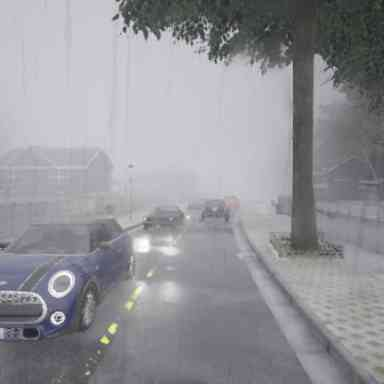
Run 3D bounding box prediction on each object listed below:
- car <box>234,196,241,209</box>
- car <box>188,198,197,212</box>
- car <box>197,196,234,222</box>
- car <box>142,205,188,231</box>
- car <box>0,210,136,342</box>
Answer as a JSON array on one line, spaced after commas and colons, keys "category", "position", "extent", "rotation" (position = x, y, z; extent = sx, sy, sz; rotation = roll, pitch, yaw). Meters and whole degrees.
[{"category": "car", "position": [5.145, 1.237, 43.242], "extent": [2.097, 1.767, 4.553], "rotation": [1, 0, 13]}, {"category": "car", "position": [0.783, 1.367, 36.666], "extent": [1.882, 1.535, 5.008], "rotation": [1, 0, 11]}, {"category": "car", "position": [1.954, 1.310, 26.282], "extent": [2.097, 1.767, 4.553], "rotation": [0, 0, 9]}, {"category": "car", "position": [-1.623, 1.556, 20.418], "extent": [1.895, 1.301, 4.718], "rotation": [0, 0, 7]}, {"category": "car", "position": [-2.604, 1.334, 6.798], "extent": [2.097, 1.767, 4.553], "rotation": [0, 0, 3]}]
